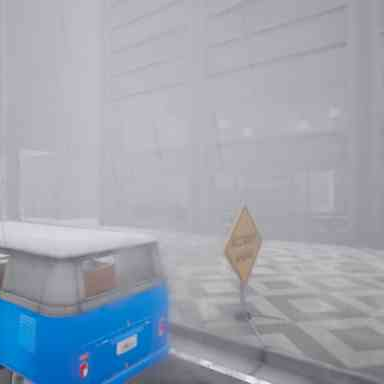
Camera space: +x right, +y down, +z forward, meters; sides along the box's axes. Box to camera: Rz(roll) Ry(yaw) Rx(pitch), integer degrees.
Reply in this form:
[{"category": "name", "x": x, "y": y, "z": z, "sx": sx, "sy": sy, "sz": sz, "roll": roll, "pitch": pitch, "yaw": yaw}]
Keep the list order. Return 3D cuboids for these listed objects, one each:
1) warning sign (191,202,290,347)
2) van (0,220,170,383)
[{"category": "warning sign", "x": 0.793, "y": 1.117, "z": 5.228, "sx": 1.060, "sy": 1.860, "sz": 1.300, "roll": 0, "pitch": 0, "yaw": 36}, {"category": "van", "x": -2.180, "y": 1.345, "z": 4.522, "sx": 3.998, "sy": 1.788, "sz": 1.690, "roll": 0, "pitch": 0, "yaw": 36}]
